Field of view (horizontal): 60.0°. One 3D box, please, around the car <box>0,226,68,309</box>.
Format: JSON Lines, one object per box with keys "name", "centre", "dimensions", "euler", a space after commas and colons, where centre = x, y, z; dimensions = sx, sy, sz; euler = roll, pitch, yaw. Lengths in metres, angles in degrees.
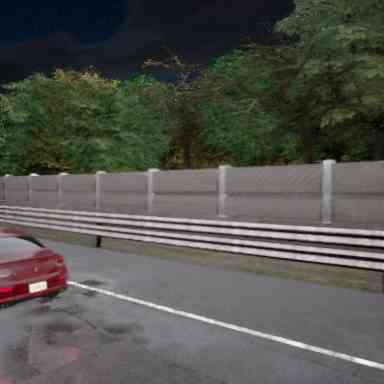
{"name": "car", "centre": [-4.518, 1.461, 7.100], "dimensions": [4.674, 1.442, 1.812], "euler": [0, 0, 36]}
